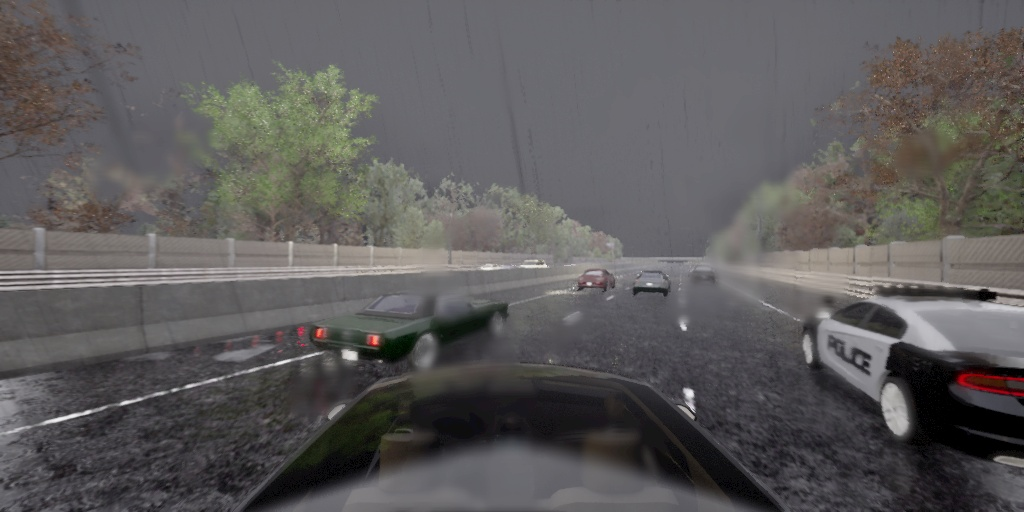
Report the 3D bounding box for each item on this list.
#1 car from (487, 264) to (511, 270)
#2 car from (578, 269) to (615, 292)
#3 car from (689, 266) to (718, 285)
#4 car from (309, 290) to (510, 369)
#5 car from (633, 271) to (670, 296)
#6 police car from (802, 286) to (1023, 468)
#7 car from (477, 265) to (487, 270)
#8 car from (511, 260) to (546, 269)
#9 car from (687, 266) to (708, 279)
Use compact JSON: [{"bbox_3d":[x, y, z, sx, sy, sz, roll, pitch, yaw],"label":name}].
[{"bbox_3d":[-0.598,1.827,44.127,2.033,1.411,5.357,0,-1,25],"label":"car"},{"bbox_3d":[5.728,1.581,24.137,1.812,1.442,4.674,0,-1,25],"label":"car"},{"bbox_3d":[17.069,1.682,31.921,1.882,1.535,5.008,0,-1,25],"label":"car"},{"bbox_3d":[-1.790,1.422,8.079,1.895,1.301,4.718,0,-1,25],"label":"car"},{"bbox_3d":[8.645,1.607,22.115,1.994,1.385,4.181,0,-1,25],"label":"car"},{"bbox_3d":[5.729,1.241,4.977,1.930,1.638,5.238,0,-1,25],"label":"police car"},{"bbox_3d":[-2.999,1.834,47.245,1.812,1.442,4.674,0,-1,25],"label":"car"},{"bbox_3d":[2.357,1.490,42.186,2.150,2.045,5.566,0,-1,25],"label":"car"},{"bbox_3d":[21.933,1.911,42.450,2.033,1.411,5.357,0,-1,26],"label":"car"}]
